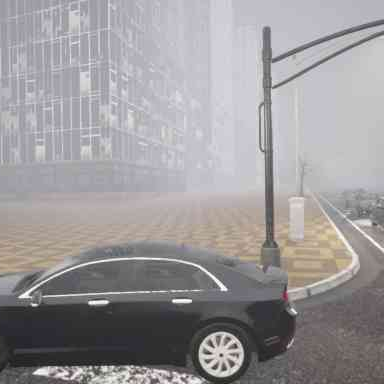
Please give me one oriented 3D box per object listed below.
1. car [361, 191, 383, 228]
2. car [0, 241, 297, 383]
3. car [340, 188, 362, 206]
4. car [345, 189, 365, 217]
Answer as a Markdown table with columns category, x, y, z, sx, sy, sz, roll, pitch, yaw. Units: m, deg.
| category | x | y | z | sx | sy | sz | roll | pitch | yaw |
| --- | --- | --- | --- | --- | --- | --- | --- | --- | --- |
| car | 9.054 | 0.928 | 14.386 | 2.128 | 1.511 | 4.902 | -1 | 2 | 18 |
| car | -1.047 | 1.505 | 4.762 | 4.892 | 1.490 | 1.837 | 0 | 0 | 0 |
| car | 13.112 | 0.454 | 26.740 | 2.128 | 1.511 | 4.902 | -1 | 2 | 18 |
| car | 11.110 | 0.759 | 20.678 | 1.994 | 1.385 | 4.181 | -1 | 2 | 17 |
